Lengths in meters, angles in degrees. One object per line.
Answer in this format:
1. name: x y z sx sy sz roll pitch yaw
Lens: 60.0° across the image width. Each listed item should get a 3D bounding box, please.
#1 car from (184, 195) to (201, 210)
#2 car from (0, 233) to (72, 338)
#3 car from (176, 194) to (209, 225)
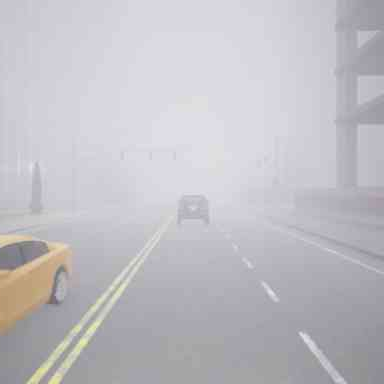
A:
1. car: 0.078 1.292 42.678 2.097 1.767 4.553 0 0 0
2. car: -3.555 1.470 5.237 1.882 1.535 5.008 0 0 0
3. car: 0.070 1.184 23.726 2.150 2.045 5.566 0 0 0
